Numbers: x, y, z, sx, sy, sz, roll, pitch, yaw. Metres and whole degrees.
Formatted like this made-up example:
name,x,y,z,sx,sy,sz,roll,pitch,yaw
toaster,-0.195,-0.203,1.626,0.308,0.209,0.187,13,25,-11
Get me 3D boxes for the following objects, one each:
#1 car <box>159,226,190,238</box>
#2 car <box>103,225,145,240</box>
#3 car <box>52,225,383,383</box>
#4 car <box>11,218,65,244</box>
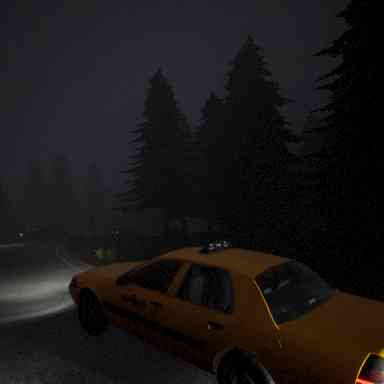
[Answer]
name,x,y,z,sx,sy,sz,roll,pitch,yaw
car,-2.308,5.543,46.279,1.882,1.535,5.008,-5,-8,30
car,-7.433,4.510,36.974,2.033,1.411,5.357,-4,-8,20
car,0.125,1.441,4.751,5.366,1.575,1.801,0,1,43
car,-12.732,3.228,28.177,2.150,2.045,5.566,-4,-7,7
